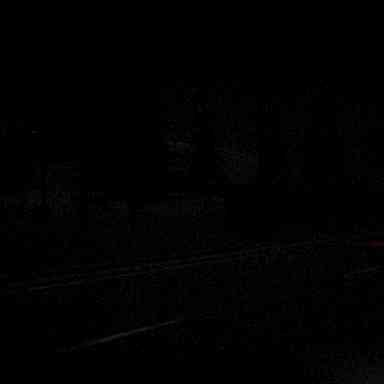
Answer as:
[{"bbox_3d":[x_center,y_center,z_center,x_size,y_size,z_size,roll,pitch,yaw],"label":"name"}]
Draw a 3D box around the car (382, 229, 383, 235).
[{"bbox_3d":[11.278,1.585,16.090,5.357,1.411,2.033,0,0,-36],"label":"car"}]
